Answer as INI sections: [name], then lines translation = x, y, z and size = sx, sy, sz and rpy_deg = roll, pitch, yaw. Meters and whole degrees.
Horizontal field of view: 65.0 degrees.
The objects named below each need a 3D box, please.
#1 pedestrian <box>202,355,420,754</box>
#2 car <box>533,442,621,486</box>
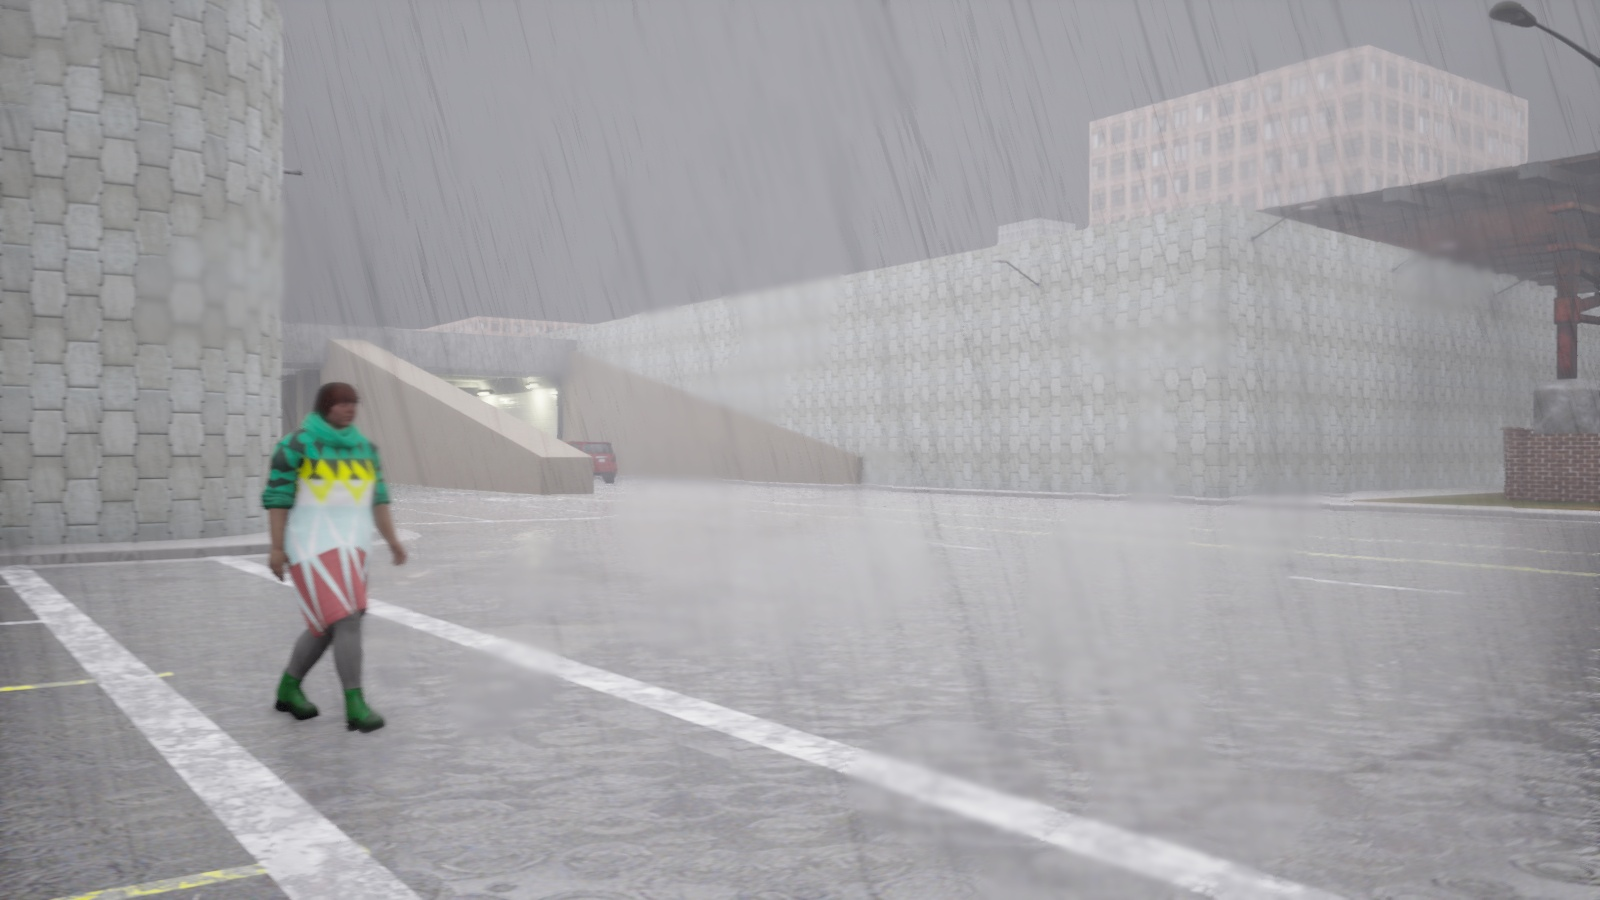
[pedestrian]
translation = -2.571, 0.512, 6.626
size = 0.873, 1.952, 0.659
rpy_deg = 0, 0, 28
[car]
translation = -10.916, 0.637, 61.178
size = 2.150, 2.045, 5.566
rpy_deg = 0, 0, -34
